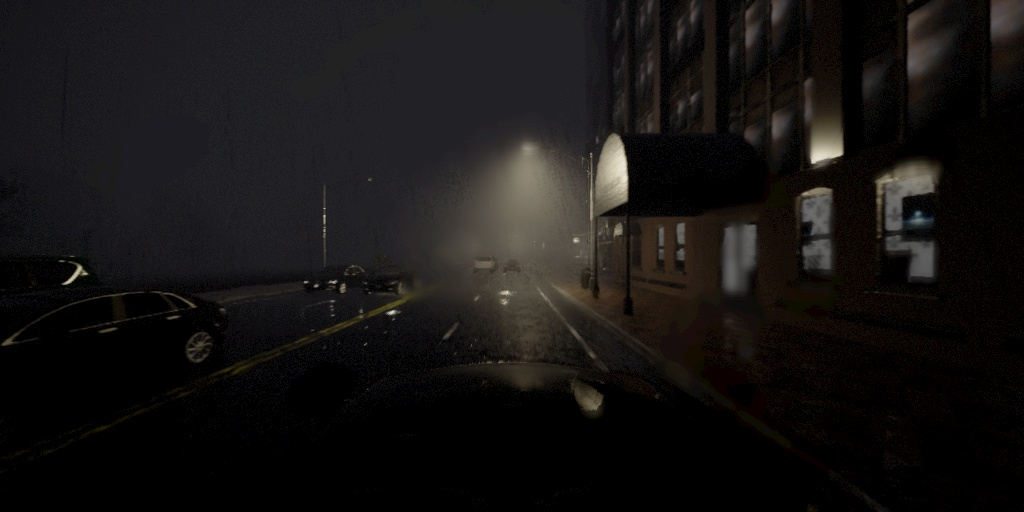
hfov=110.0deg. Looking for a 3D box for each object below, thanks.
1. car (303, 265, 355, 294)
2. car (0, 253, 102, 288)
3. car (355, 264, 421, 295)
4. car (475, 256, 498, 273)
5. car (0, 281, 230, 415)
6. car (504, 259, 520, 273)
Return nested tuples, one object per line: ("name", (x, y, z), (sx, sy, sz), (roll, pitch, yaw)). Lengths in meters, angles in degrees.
("car", (-9.745, 1.257, 20.283), (1.837, 1.490, 4.892), (0, 0, 0))
("car", (-9.795, 0.970, 5.454), (2.150, 2.045, 5.566), (0, 0, 1))
("car", (-6.500, 1.227, 19.834), (1.882, 1.535, 5.008), (0, 0, 0))
("car", (-3.217, 0.971, 43.034), (2.150, 2.045, 5.566), (0, 0, 0))
("car", (-6.549, 1.254, 5.098), (1.837, 1.490, 4.892), (0, 0, 0))
("car", (0.033, 1.276, 43.418), (1.812, 1.442, 4.674), (0, 0, 0))
